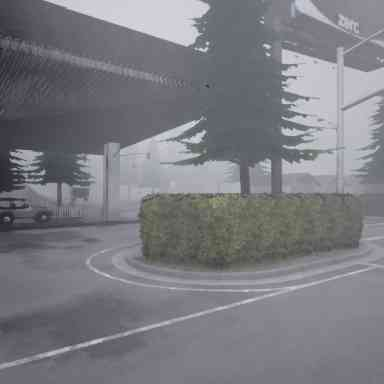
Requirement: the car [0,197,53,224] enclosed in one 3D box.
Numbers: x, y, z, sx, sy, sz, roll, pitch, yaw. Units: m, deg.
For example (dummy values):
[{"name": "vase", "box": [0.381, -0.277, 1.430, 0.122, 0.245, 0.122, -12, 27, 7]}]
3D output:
[{"name": "car", "box": [-12.015, 1.313, 23.453, 3.866, 1.878, 1.905, 0, 0, -36]}]
